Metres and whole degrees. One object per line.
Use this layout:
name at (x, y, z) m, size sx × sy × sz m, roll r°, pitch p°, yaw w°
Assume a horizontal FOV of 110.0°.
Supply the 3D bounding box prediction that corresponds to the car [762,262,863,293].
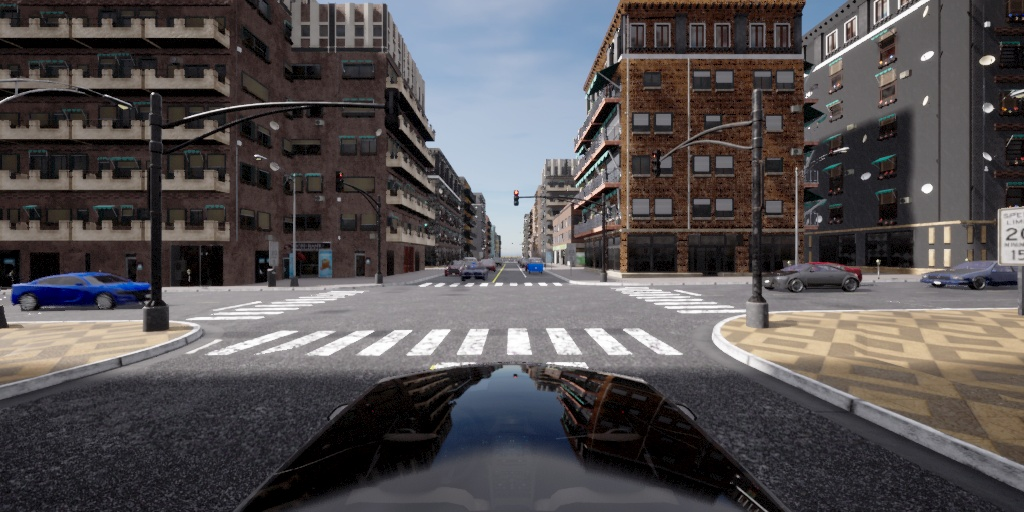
car at (15.026, 1.088, 18.310) m, size 4.181 × 1.385 × 1.994 m, roll -1°, pitch 0°, yaw 0°

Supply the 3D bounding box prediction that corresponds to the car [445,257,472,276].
car at (-5.515, 1.182, 35.857) m, size 1.967 × 1.591 × 4.097 m, roll 0°, pitch 0°, yaw 0°

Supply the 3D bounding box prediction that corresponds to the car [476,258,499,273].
car at (-2.935, 1.217, 43.868) m, size 1.882 × 1.535 × 5.008 m, roll 0°, pitch 0°, yaw 0°

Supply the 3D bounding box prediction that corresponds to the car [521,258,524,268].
car at (2.565, 1.283, 47.038) m, size 1.888 × 1.381 × 4.507 m, roll 0°, pitch 0°, yaw 0°

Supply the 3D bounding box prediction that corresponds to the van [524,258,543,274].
van at (2.614, 1.081, 40.834) m, size 1.690 × 1.789 × 3.998 m, roll 0°, pitch 0°, yaw 0°

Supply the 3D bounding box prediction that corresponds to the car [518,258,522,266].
car at (2.450, 1.301, 58.200) m, size 1.948 × 1.339 × 4.313 m, roll 0°, pitch 0°, yaw 0°

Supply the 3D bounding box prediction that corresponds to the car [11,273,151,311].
car at (-18.080, 1.465, 15.381) m, size 5.008 × 1.535 × 1.882 m, roll -1°, pitch 0°, yaw 0°

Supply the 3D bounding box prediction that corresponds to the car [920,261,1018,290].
car at (24.394, 0.943, 18.336) m, size 5.357 × 1.411 × 2.033 m, roll -1°, pitch 0°, yaw 0°

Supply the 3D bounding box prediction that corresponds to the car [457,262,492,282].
car at (-2.907, 1.345, 28.617) m, size 1.895 × 1.301 × 4.718 m, roll 0°, pitch 0°, yaw 0°

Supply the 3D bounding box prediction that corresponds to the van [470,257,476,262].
van at (-5.504, 1.079, 47.021) m, size 1.690 × 1.789 × 3.998 m, roll 0°, pitch 0°, yaw 0°
